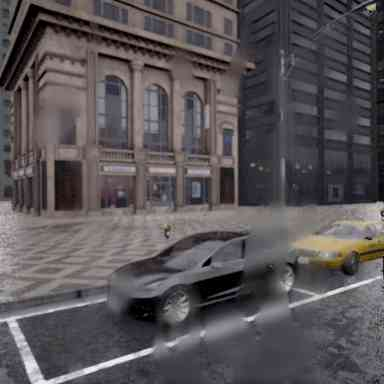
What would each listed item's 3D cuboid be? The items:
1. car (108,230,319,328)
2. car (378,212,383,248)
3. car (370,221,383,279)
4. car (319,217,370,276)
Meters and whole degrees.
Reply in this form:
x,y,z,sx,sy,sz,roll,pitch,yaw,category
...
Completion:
x,y,z,sx,sy,sz,roll,pitch,yaw,category
0.452,1.539,6.971,4.313,1.339,1.947,0,0,-35,car
9.639,1.470,13.518,4.313,1.339,1.947,0,0,-35,car
6.599,1.290,8.079,4.553,1.767,2.097,0,0,-35,car
4.907,1.464,10.146,4.829,1.417,1.752,0,0,-35,car
